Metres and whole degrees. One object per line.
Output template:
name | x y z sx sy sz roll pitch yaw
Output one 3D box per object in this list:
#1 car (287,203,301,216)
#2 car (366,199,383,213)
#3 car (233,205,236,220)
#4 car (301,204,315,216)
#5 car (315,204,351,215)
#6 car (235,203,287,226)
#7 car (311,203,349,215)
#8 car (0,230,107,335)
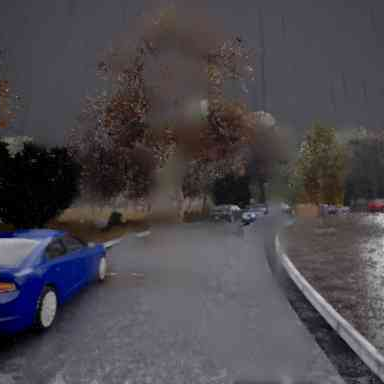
car | 10.003 2.057 37.813 2.231 1.521 4.892 -4 -4 41
car | 28.945 2.060 50.119 5.566 2.045 2.435 0 -4 -21
car | 6.516 1.919 33.333 2.097 1.535 5.008 -3 -4 35
car | 14.078 2.197 41.645 5.008 1.535 2.097 1 -4 -40
car | 16.764 1.998 38.937 4.674 1.442 1.812 1 -4 -41
car | 5.237 1.693 24.570 2.033 1.411 5.357 -2 -2 27
car | 18.698 2.288 45.050 4.892 1.521 2.231 1 -4 -32
car | -3.250 1.523 6.949 2.097 1.535 5.008 0 -1 2
